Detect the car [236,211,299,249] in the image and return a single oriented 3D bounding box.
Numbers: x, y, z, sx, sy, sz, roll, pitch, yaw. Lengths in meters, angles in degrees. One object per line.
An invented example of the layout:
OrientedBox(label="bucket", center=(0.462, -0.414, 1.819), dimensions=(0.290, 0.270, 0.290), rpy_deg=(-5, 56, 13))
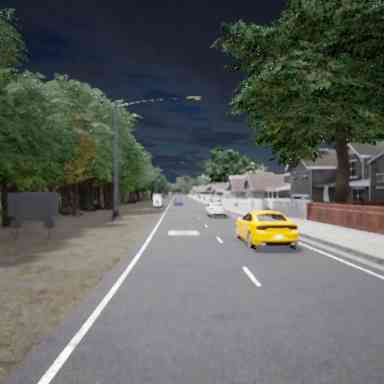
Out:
OrientedBox(label="car", center=(3.231, 1.578, 15.147), dimensions=(1.882, 1.535, 5.008), rpy_deg=(0, 0, -2))

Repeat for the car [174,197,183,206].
OrientedBox(label="car", center=(-2.664, 2.028, 66.013), dimensions=(2.033, 1.411, 5.357), rpy_deg=(0, 0, -2))

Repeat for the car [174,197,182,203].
OrientedBox(label="car", center=(-3.589, 2.000, 84.750), dimensions=(1.994, 1.385, 4.181), rpy_deg=(0, 0, -3))

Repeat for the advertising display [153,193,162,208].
OrientedBox(label="advertising display", center=(-5.719, 1.435, 55.166), dimensions=(1.540, 2.440, 0.280), rpy_deg=(-1, 0, -3))

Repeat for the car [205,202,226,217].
OrientedBox(label="car", center=(2.387, 1.762, 34.078), dimensions=(1.812, 1.442, 4.674), rpy_deg=(0, 0, -3))
